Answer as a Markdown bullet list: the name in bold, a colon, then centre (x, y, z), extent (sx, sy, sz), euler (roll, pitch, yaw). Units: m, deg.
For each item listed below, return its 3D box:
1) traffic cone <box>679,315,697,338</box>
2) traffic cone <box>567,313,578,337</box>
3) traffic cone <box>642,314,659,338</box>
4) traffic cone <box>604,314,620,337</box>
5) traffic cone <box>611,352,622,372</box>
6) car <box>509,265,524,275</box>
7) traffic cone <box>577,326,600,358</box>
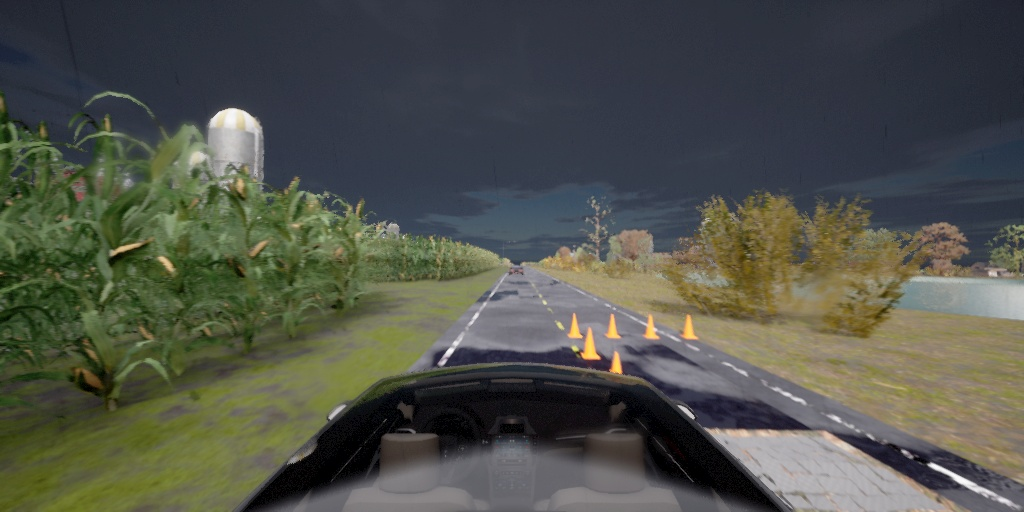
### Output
- **traffic cone**: centre (4.646, 1.843, 9.444), extent (0.340, 0.580, 0.340), euler (0, 0, 1)
- **traffic cone**: centre (1.646, 1.814, 9.484), extent (0.340, 0.580, 0.340), euler (0, 0, 1)
- **traffic cone**: centre (3.646, 1.833, 9.457), extent (0.340, 0.580, 0.340), euler (0, 0, 1)
- **traffic cone**: centre (2.646, 1.823, 9.471), extent (0.340, 0.580, 0.340), euler (0, 0, 1)
- **traffic cone**: centre (1.594, 1.765, 5.485), extent (0.340, 0.580, 0.340), euler (0, 0, 1)
- **car**: centre (0.590, 1.911, 48.720), extent (1.994, 1.385, 4.181), euler (1, -1, 1)
- **traffic cone**: centre (1.620, 1.789, 7.484), extent (0.340, 0.580, 0.340), euler (0, 0, 1)
